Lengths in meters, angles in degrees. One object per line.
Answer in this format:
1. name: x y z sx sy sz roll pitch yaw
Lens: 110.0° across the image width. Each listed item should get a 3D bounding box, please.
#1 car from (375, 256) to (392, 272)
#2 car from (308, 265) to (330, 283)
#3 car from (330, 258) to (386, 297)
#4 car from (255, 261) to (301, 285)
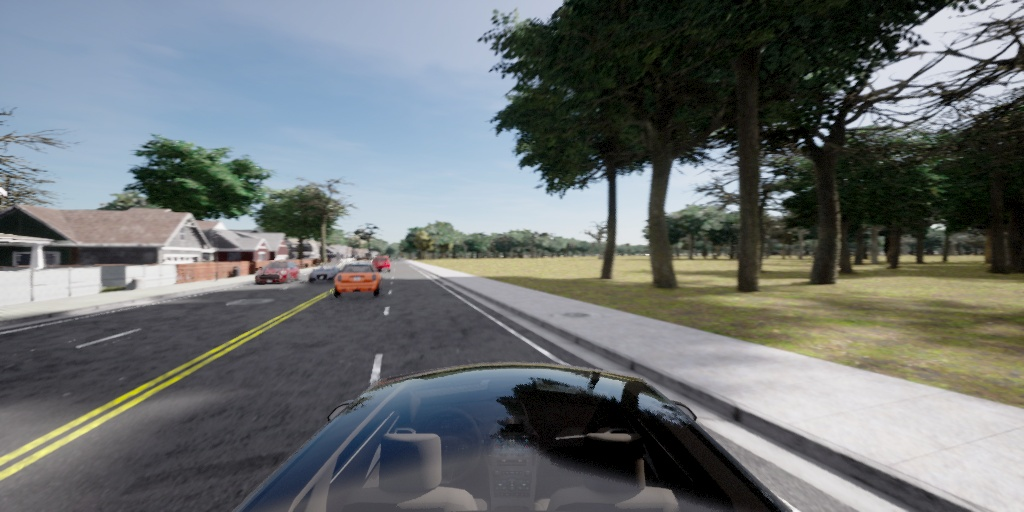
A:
1. car: -17.024 1.087 46.896 2.150 2.045 5.566 0 0 -18
2. car: -14.770 1.400 28.627 1.994 1.385 4.181 0 0 -18
3. car: -8.272 1.146 19.653 2.097 1.767 4.553 0 0 -18
4. car: -17.808 1.206 27.453 2.097 1.767 4.553 0 0 -18
